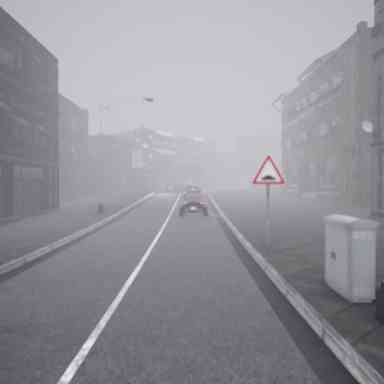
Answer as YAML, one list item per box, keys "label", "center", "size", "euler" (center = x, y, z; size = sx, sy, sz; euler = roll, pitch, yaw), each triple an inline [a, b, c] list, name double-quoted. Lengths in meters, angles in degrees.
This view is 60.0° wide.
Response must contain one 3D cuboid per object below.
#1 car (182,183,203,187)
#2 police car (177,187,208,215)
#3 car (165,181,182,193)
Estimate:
- label: "car"
  center: [0.277, -0.433, 42.319]
  size: [2.163, 1.488, 4.792]
  euler: [0, 4, 3]
- label: "police car"
  center: [0.094, 0.743, 24.251]
  size: [2.038, 1.542, 4.974]
  euler: [0, 3, 0]
- label: "car"
  center: [-2.336, -0.748, 47.317]
  size: [2.128, 1.511, 4.902]
  euler: [0, 3, 14]
